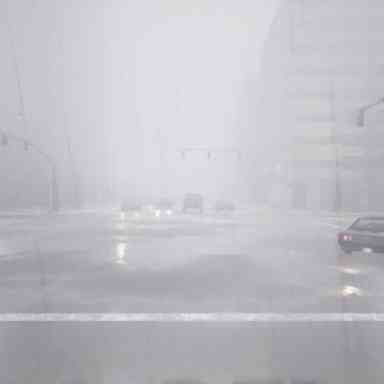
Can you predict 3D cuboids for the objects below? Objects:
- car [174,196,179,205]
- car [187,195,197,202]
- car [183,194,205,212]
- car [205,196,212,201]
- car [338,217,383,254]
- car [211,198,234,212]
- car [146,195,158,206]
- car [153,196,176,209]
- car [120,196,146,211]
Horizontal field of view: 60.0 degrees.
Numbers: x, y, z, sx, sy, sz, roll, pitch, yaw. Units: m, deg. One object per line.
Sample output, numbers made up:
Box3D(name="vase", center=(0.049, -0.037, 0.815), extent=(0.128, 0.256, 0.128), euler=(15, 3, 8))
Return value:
Box3D(name="car", center=(-3.564, 1.431, 54.994), extent=(1.882, 1.535, 5.008), euler=(0, 0, 0))
Box3D(name="car", center=(0.001, 1.478, 72.739), extent=(2.033, 1.411, 5.357), euler=(0, 0, 0))
Box3D(name="car", center=(0.101, 1.189, 38.657), extent=(2.150, 2.045, 5.566), euler=(0, 0, 0))
Box3D(name="car", center=(3.501, 1.533, 73.302), extent=(1.895, 1.301, 4.718), euler=(0, 0, 0))
Box3D(name="car", center=(7.202, 1.590, 12.493), extent=(1.895, 1.301, 4.718), euler=(0, 0, 42))
Box3D(name="car", center=(3.600, 1.569, 37.997), extent=(1.895, 1.301, 4.718), euler=(0, 0, 0))
Box3D(name="car", center=(-7.070, 1.555, 53.854), extent=(1.895, 1.301, 4.718), euler=(0, 0, 0))
Box3D(name="car", center=(-3.577, 1.564, 44.149), extent=(1.895, 1.301, 4.718), euler=(0, 0, 0))
Box3D(name="car", center=(-7.089, 1.320, 39.481), extent=(2.097, 1.767, 4.553), euler=(0, 0, 0))
